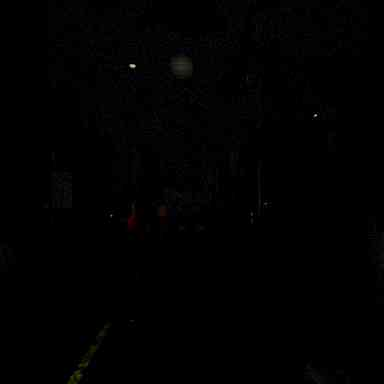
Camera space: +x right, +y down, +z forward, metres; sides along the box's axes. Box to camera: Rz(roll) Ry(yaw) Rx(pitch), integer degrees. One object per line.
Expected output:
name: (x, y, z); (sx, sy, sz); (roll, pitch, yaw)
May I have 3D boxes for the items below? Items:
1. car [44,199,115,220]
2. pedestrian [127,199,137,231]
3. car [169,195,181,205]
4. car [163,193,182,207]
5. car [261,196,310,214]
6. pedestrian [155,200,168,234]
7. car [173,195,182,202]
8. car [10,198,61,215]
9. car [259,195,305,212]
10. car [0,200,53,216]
car: (-8.819, 1.463, 26.021); (5.357, 1.411, 2.033); (-1, -1, 9)
pedestrian: (-3.405, 1.290, 18.904); (0.375, 1.860, 0.375); (1, -1, 0)
car: (-3.089, 1.417, 60.454); (1.882, 1.535, 5.008); (0, 0, 0)
car: (-3.009, 1.177, 49.328); (2.150, 2.045, 5.566); (0, 0, 0)
car: (9.429, 1.410, 33.466); (4.674, 1.442, 1.812); (-1, -1, -1)
pedestrian: (-1.612, 1.290, 17.711); (0.375, 1.860, 0.375); (1, -1, 0)
car: (-3.127, 1.400, 72.011); (1.882, 1.535, 5.008); (0, 0, -1)
car: (-16.980, 1.514, 36.235); (4.553, 1.767, 2.097); (0, -1, -1)
car: (9.856, 1.300, 36.728); (4.553, 1.767, 2.097); (-1, -1, -1)
car: (-16.645, 1.598, 32.988); (4.892, 1.490, 1.837); (0, -1, -1)
